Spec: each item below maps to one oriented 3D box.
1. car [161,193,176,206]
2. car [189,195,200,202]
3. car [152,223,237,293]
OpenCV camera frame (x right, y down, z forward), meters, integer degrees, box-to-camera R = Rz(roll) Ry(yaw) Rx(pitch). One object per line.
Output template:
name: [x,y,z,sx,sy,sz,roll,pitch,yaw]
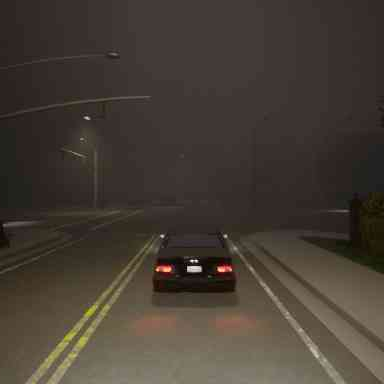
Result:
car: [-3.733,1.221,54.017,2.150,2.045,5.566,0,0,0]
car: [0.535,1.527,79.015,2.033,1.411,5.357,0,0,12]
car: [0.051,1.547,8.984,2.033,1.411,5.357,0,0,0]
